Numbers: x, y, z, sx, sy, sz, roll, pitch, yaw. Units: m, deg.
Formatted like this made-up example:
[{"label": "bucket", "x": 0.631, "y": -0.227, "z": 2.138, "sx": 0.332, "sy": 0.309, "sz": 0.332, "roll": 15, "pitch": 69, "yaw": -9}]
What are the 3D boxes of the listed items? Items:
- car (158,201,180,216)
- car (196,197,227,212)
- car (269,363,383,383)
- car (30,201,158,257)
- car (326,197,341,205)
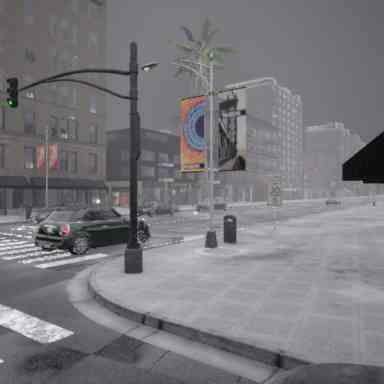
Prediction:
[{"label": "car", "x": -3.285, "y": 1.576, "z": 31.536, "sx": 2.033, "sy": 1.411, "sz": 5.357, "roll": 0, "pitch": 0, "yaw": 35}, {"label": "car", "x": 2.361, "y": 1.400, "z": 39.546, "sx": 2.097, "sy": 1.767, "sz": 4.553, "roll": 0, "pitch": 0, "yaw": 35}, {"label": "car", "x": 2.218, "y": 1.551, "z": 1.268, "sx": 4.403, "sy": 1.369, "sz": 2.008, "roll": 0, "pitch": 0, "yaw": 35}, {"label": "car", "x": -3.805, "y": 1.370, "z": 13.511, "sx": 2.097, "sy": 1.767, "sz": 4.553, "roll": 0, "pitch": 0, "yaw": 35}, {"label": "car", "x": 26.381, "y": 1.708, "z": 62.054, "sx": 1.994, "sy": 1.385, "sz": 4.181, "roll": 0, "pitch": 0, "yaw": 35}]
